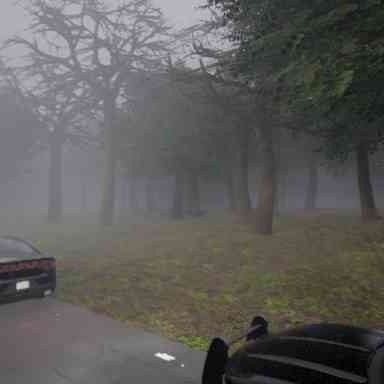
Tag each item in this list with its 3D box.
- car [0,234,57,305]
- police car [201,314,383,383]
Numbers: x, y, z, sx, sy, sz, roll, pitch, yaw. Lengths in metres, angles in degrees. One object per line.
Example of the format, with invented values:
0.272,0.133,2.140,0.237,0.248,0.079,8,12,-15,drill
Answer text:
-5.308,1.758,8.229,5.008,1.535,1.882,-1,-3,39,car
2.392,1.545,2.020,5.238,1.638,1.930,-1,-3,39,police car
